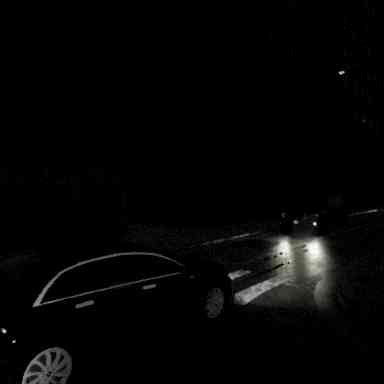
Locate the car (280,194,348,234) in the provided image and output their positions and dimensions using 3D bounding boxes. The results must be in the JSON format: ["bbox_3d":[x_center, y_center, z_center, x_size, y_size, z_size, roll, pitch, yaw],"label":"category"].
[{"bbox_3d":[7.142,1.174,19.144,2.150,2.045,5.566,-2,-1,41],"label":"car"}]

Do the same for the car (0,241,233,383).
[{"bbox_3d":[-1.269,1.531,5.135,1.837,1.490,4.892,-1,0,41],"label":"car"}]
